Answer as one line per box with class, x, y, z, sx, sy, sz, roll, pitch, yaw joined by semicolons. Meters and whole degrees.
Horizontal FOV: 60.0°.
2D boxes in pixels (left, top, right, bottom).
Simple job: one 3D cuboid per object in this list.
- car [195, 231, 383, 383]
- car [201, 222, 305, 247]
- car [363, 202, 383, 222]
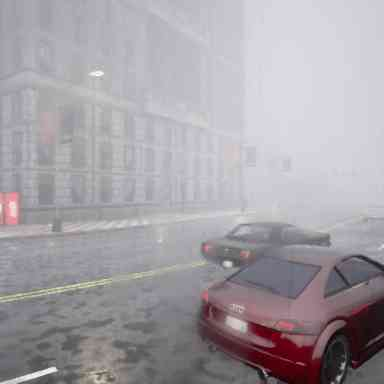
car;2.066;1.561;5.304;4.181;1.385;1.994;0;0;-40
car;2.509;1.595;10.272;4.718;1.301;1.895;0;0;-45
car;14.343;1.515;25.337;1.812;1.442;4.674;0;0;36
